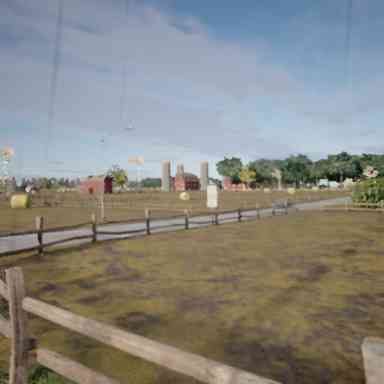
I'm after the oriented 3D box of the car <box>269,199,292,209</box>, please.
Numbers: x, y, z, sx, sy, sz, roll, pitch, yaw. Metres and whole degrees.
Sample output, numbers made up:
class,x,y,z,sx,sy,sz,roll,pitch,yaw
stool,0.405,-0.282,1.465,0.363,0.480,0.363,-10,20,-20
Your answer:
class,x,y,z,sx,sy,sz,roll,pitch,yaw
car,13.463,1.773,50.286,2.033,1.411,5.357,-2,0,36
